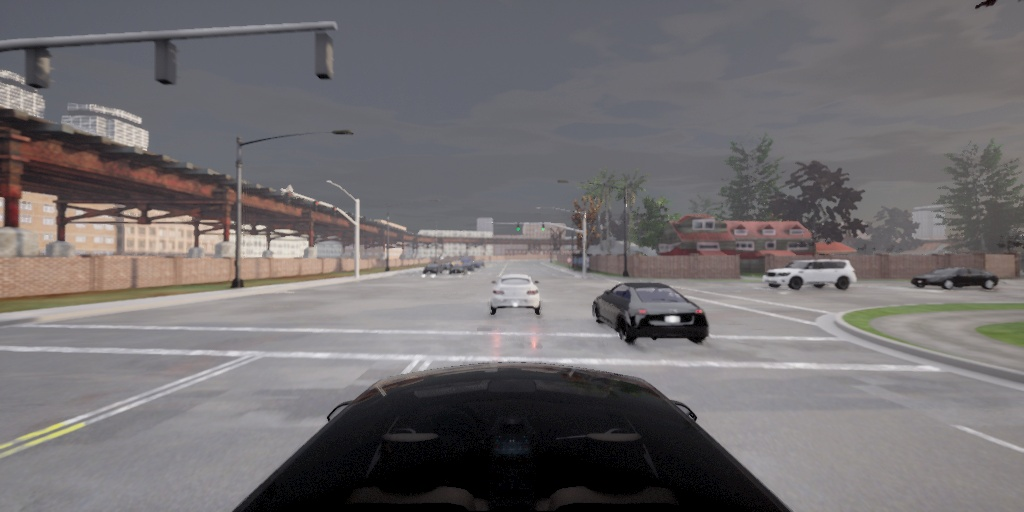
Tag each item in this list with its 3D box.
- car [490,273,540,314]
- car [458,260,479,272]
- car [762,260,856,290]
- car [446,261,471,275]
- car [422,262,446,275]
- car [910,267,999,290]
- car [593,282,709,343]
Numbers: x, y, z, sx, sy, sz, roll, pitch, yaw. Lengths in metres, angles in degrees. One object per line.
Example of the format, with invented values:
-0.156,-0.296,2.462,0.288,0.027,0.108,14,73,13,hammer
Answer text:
0.126,1.425,14.504,1.812,1.442,4.674,0,-1,0,car
-6.901,1.697,56.054,2.033,1.411,5.357,0,0,0,car
20.735,1.264,25.099,5.566,2.045,2.150,0,-1,-2,car
-6.967,1.714,46.884,1.994,1.385,4.181,0,0,0,car
-10.460,1.698,47.955,2.033,1.411,5.357,0,0,0,car
31.167,1.558,25.331,4.892,1.490,1.837,0,-1,-1,car
3.616,1.415,10.083,1.994,1.385,4.181,0,-1,0,car
